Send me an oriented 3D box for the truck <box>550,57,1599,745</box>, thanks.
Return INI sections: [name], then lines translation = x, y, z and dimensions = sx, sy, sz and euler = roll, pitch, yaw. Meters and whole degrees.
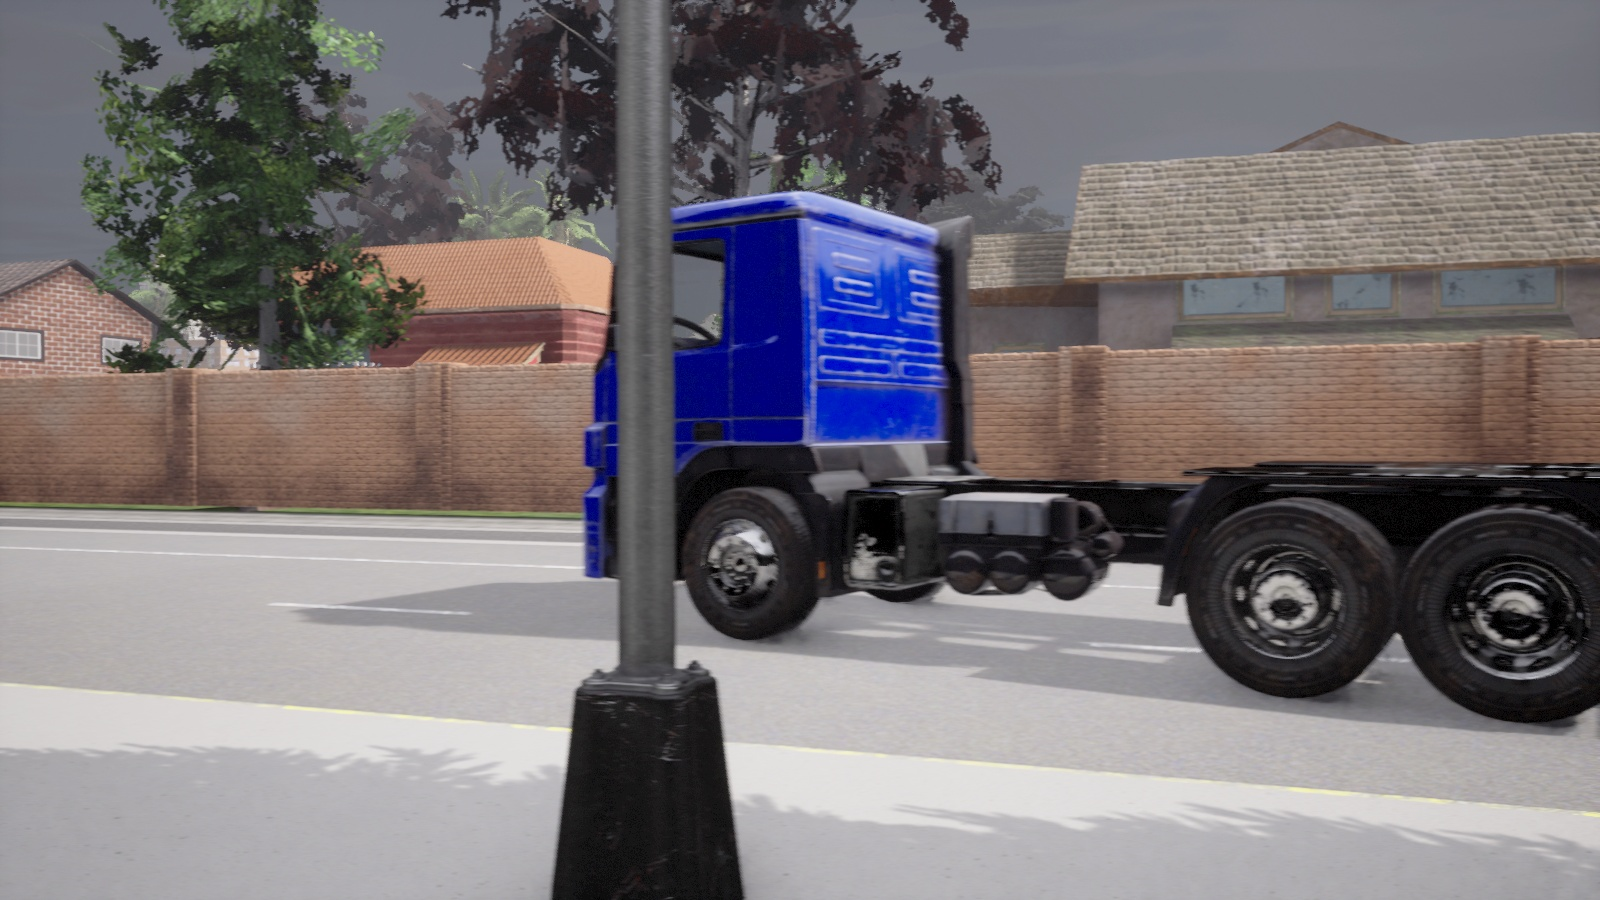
[truck]
translation = 2.097, -0.296, 9.268
dimensions = 7.936, 3.462, 2.891
euler = 1, 1, 32
